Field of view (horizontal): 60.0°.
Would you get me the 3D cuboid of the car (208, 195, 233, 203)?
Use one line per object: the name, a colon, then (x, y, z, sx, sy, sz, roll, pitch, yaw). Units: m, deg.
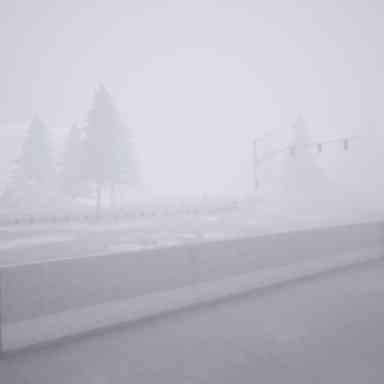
car: (5.190, 1.197, 56.380, 2.128, 1.511, 4.902, 0, 0, -23)

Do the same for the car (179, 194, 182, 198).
car: (-2.420, 1.152, 86.725, 2.033, 1.411, 5.357, 0, 0, -3)

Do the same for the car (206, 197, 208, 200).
car: (4.400, 1.253, 68.231, 1.895, 1.301, 4.718, 0, 0, -17)

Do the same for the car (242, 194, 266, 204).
car: (10.045, 1.190, 54.327, 1.837, 1.490, 4.892, -1, 1, -27)

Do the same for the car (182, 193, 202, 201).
car: (-0.008, 1.210, 70.965, 2.033, 1.411, 5.357, 0, 0, -14)

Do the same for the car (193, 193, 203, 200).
car: (1.390, 1.104, 83.344, 1.837, 1.490, 4.892, 0, 0, -7)
